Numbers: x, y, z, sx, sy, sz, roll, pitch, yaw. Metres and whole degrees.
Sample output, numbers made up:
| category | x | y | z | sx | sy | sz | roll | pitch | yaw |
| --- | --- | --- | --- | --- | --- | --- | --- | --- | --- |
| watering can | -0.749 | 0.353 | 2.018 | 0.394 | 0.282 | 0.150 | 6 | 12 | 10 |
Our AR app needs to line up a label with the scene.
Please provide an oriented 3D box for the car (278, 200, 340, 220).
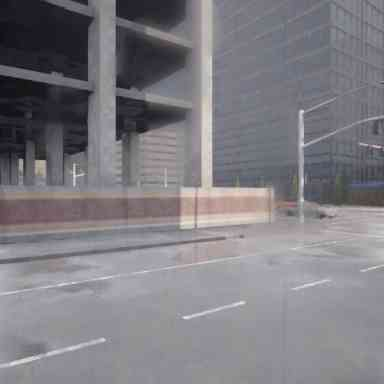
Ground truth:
| category | x | y | z | sx | sy | sz | roll | pitch | yaw |
| --- | --- | --- | --- | --- | --- | --- | --- | --- | --- |
| car | 10.067 | 1.601 | 28.516 | 1.895 | 1.301 | 4.718 | 0 | 0 | -34 |

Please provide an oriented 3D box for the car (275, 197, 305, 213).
| category | x | y | z | sx | sy | sz | roll | pitch | yaw |
| --- | --- | --- | --- | --- | --- | --- | --- | --- | --- |
| car | 10.765 | 1.352 | 33.700 | 2.097 | 1.767 | 4.553 | 0 | 0 | -36 |

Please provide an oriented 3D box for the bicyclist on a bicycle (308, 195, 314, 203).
| category | x | y | z | sx | sy | sz | roll | pitch | yaw |
| --- | --- | --- | --- | --- | --- | --- | --- | --- | --- |
| bicyclist on a bicycle | 16.514 | 1.301 | 46.176 | 1.656 | 1.620 | 0.582 | 0 | 0 | -36 |
